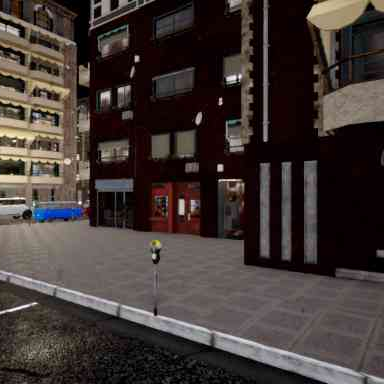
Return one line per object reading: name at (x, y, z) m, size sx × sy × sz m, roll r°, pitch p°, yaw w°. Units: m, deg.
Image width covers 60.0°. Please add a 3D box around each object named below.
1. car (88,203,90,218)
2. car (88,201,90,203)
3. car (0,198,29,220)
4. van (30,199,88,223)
car at (-8.306, 2.037, 33.083) m, size 1.947 × 1.339 × 4.313 m, roll -1°, pitch -2°, yaw 35°
car at (-11.418, 2.079, 38.624) m, size 1.994 × 1.385 × 4.181 m, roll 0°, pitch -1°, yaw 35°
car at (-17.156, 1.546, 30.576) m, size 2.150 × 2.045 × 5.566 m, roll 0°, pitch -1°, yaw 34°
van at (-11.375, 1.706, 28.473) m, size 1.690 × 1.788 × 3.998 m, roll -1°, pitch -2°, yaw 35°
